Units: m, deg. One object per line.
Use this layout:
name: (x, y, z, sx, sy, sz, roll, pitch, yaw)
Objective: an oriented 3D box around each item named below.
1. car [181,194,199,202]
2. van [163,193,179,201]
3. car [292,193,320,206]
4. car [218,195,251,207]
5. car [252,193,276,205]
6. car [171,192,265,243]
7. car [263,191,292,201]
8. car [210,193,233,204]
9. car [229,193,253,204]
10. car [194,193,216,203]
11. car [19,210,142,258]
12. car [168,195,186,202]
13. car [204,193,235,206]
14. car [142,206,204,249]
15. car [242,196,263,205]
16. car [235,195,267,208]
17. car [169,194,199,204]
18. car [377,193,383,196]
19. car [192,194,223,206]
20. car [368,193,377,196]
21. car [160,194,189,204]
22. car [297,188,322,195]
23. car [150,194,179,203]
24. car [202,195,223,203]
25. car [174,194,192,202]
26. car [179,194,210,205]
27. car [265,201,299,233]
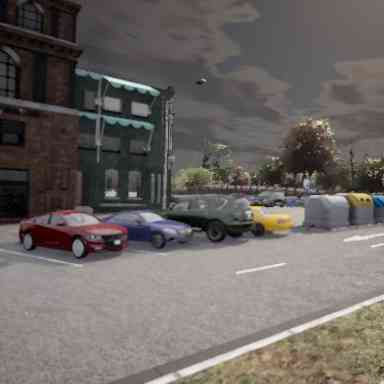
car: (-0.469, 1.495, 81.117, 2.185, 1.767, 4.553, 1, -2, 35)
van: (-5.551, 1.401, 88.688, 1.878, 1.987, 4.442, 1, -2, 35)
car: (18.528, 1.492, 53.854, 2.185, 1.767, 4.553, 1, -2, 35)
car: (5.556, 1.116, 42.761, 2.231, 1.521, 4.892, 0, -1, 35)
car: (13.328, 1.365, 61.256, 2.435, 2.045, 5.566, 1, -2, 35)
car: (0.330, 1.199, 16.183, 5.566, 2.045, 2.435, -1, 0, 35)
car: (8.928, 0.862, 37.879, 2.435, 2.045, 5.566, 1, 0, 35)
car: (6.425, 1.368, 71.188, 2.435, 2.045, 5.566, 1, -2, 35)
car: (9.913, 1.369, 66.271, 2.435, 2.045, 5.566, 1, -2, 35)
car: (3.017, 1.371, 76.202, 2.435, 2.045, 5.566, 1, -2, 35)
car: (-4.575, 1.465, 12.682, 5.008, 1.535, 2.097, -1, -1, 35)
car: (-3.893, 1.624, 86.105, 2.231, 1.521, 4.892, 1, -2, 35)
car: (3.854, 0.989, 45.172, 2.185, 1.767, 4.553, 0, -1, 35)
car: (-2.103, 1.500, 14.427, 4.674, 1.452, 2.002, -1, -1, 35)
car: (11.591, 1.647, 63.731, 2.163, 1.488, 4.792, 1, -2, 35)
car: (7.245, 1.154, 40.334, 2.002, 1.452, 4.674, 1, 0, 35)
car: (-1.200, 1.146, 52.461, 2.163, 1.488, 4.792, 1, 0, 35)
car: (28.463, 0.850, 51.396, 1.837, 1.490, 4.892, 2, 3, -34)
car: (2.286, 1.115, 47.781, 1.946, 1.575, 5.366, 0, -1, 35)
car: (23.689, 1.364, 46.411, 2.435, 2.045, 5.566, 1, -2, 35)
car: (-2.868, 1.117, 54.914, 2.097, 1.535, 5.008, 0, -1, 35)
car: (21.633, -0.006, 61.333, 2.128, 1.511, 4.902, 2, 3, -35)
car: (-4.662, 1.112, 57.194, 1.946, 1.575, 5.366, 1, 0, 35)
car: (4.611, 1.610, 73.535, 1.946, 1.575, 5.366, 1, -2, 35)
car: (-2.203, 1.495, 83.601, 2.185, 1.767, 4.553, 1, -2, 35)
car: (0.500, 1.117, 50.051, 2.231, 1.521, 4.892, 0, -1, 35)
car: (2.671, 1.433, 18.023, 5.366, 1.575, 1.946, -1, 0, 35)
